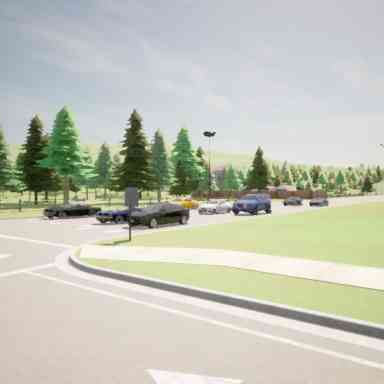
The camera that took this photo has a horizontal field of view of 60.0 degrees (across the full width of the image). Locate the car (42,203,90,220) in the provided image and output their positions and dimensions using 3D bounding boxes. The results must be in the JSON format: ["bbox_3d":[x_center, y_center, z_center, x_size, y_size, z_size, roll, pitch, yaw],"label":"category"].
[{"bbox_3d":[-10.292,1.600,28.681,1.895,1.301,4.718,0,0,36],"label":"car"}]

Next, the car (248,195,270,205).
[{"bbox_3d":[11.786,1.350,58.588,2.097,1.767,4.553,0,0,36],"label":"car"}]

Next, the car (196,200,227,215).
[{"bbox_3d":[2.438,1.526,34.165,1.812,1.442,4.674,0,0,36],"label":"car"}]

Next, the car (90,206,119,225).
[{"bbox_3d":[-4.738,1.601,24.418,1.895,1.301,4.718,0,0,36],"label":"car"}]

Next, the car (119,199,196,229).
[{"bbox_3d":[-2.125,1.477,22.057,1.882,1.535,5.008,0,0,36],"label":"car"}]

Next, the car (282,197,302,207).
[{"bbox_3d":[15.873,1.507,52.374,1.837,1.490,4.892,0,-1,37],"label":"car"}]

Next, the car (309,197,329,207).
[{"bbox_3d":[19.844,1.547,51.829,2.033,1.411,5.357,0,0,37],"label":"car"}]

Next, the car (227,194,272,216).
[{"bbox_3d":[6.092,1.217,33.256,2.150,2.045,5.566,0,1,36],"label":"car"}]
